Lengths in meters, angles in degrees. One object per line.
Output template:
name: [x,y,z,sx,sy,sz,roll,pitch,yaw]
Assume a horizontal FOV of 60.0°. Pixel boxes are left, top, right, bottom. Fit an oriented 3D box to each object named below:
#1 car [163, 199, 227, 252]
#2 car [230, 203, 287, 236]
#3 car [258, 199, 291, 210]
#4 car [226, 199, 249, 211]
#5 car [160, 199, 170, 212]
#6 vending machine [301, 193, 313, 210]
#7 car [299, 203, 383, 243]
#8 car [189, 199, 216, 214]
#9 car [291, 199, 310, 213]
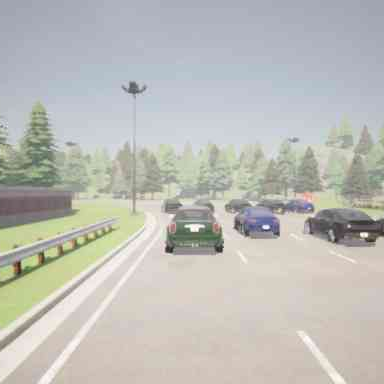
car: [0.067,1.362,14.084,2.097,1.767,4.553,0,0,-1]
car: [3.484,1.538,18.377,1.812,1.442,4.674,0,0,-2]
car: [8.431,1.529,36.103,1.837,1.490,4.892,1,0,-12]
car: [4.875,1.529,36.089,1.837,1.490,4.892,1,0,-12]
car: [-2.266,1.529,36.014,1.837,1.490,4.892,1,0,-13]
vending machine: [14.707,1.223,42.537,1.100,2.100,0.880,0,0,-14]
car: [7.049,1.515,16.109,1.837,1.490,4.892,0,0,-1]
car: [1.109,1.550,36.957,1.812,1.442,4.674,0,0,-13]
car: [11.793,1.550,37.088,1.812,1.442,4.674,0,0,-12]
